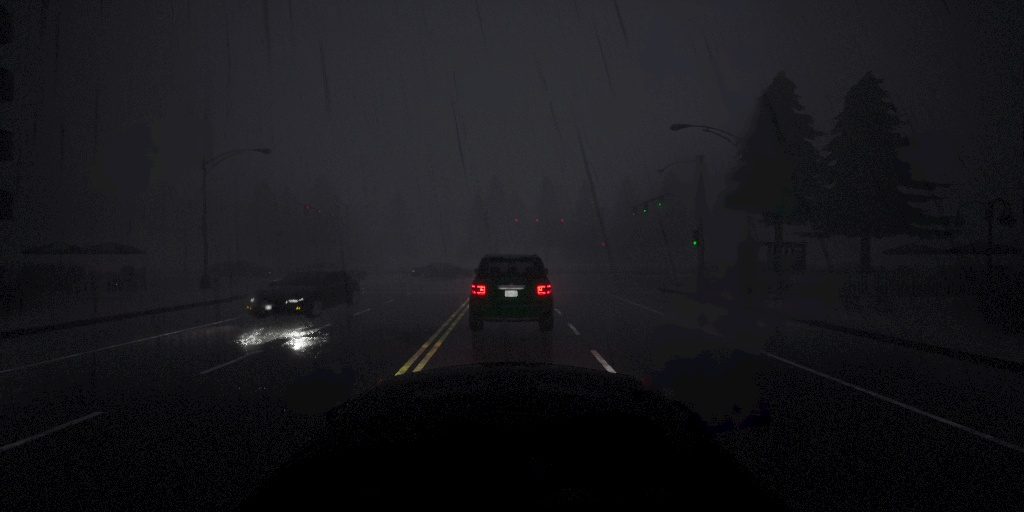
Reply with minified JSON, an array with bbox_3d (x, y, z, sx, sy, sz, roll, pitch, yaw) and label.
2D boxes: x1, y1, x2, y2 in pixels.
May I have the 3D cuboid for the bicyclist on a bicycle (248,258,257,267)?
[{"bbox_3d":[-30.088,0.995,41.582,0.582,1.620,1.656,0,0,0],"label":"bicyclist on a bicycle"}]

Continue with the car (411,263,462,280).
[{"bbox_3d":[-5.872,1.268,30.795,5.357,1.411,2.033,0,0,-1],"label":"car"}]

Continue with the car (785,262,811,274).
[{"bbox_3d":[30.612,1.295,38.206,4.718,1.301,1.895,0,0,1],"label":"car"}]

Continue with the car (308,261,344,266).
[{"bbox_3d":[-13.629,1.181,27.230,5.008,1.535,1.882,0,0,-1],"label":"car"}]

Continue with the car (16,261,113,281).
[{"bbox_3d":[-33.087,1.172,26.891,5.008,1.535,1.882,0,0,-3],"label":"car"}]

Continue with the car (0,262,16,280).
[{"bbox_3d":[-39.767,1.201,29.803,4.892,1.490,1.837,-1,0,-10],"label":"car"}]

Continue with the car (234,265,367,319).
[{"bbox_3d":[-7.142,1.254,12.927,1.837,1.490,4.892,0,0,0],"label":"car"}]

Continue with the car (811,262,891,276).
[{"bbox_3d":[32.705,1.242,34.701,5.357,1.411,2.033,0,0,1],"label":"car"}]

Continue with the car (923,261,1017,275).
[{"bbox_3d":[42.817,1.186,33.635,4.902,1.511,2.128,0,0,13],"label":"car"}]

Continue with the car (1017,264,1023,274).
[{"bbox_3d":[51.445,1.195,34.697,4.892,1.490,1.837,-1,-1,23],"label":"car"}]

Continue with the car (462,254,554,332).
[{"bbox_3d":[-0.018,0.971,11.060,2.150,2.045,5.566,0,0,0],"label":"car"}]

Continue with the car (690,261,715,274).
[{"bbox_3d":[21.507,1.220,38.202,4.674,1.442,1.812,0,0,0],"label":"car"}]

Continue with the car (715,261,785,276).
[{"bbox_3d":[22.954,1.186,34.707,4.902,1.511,2.128,0,0,0],"label":"car"}]

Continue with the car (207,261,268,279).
[{"bbox_3d":[-23.161,1.199,30.621,4.892,1.490,1.837,0,0,-1],"label":"car"}]

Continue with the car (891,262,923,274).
[{"bbox_3d":[40.840,1.295,37.569,4.718,1.301,1.895,0,0,9],"label":"car"}]
